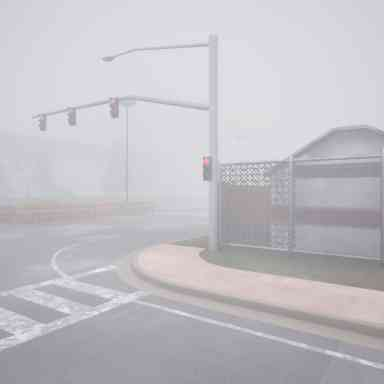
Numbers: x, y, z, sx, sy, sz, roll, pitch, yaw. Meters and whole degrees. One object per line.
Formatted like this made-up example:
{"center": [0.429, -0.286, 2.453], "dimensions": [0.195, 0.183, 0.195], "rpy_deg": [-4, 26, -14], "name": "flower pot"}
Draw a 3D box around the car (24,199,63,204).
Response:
{"center": [-14.964, 1.564, 34.864], "dimensions": [1.994, 1.385, 4.181], "rpy_deg": [0, 0, 34], "name": "car"}
